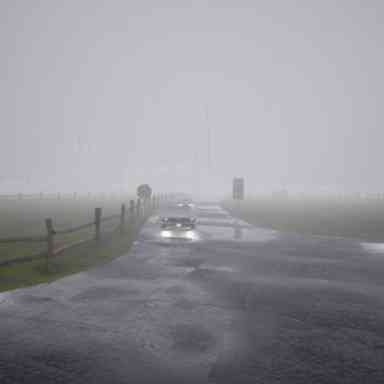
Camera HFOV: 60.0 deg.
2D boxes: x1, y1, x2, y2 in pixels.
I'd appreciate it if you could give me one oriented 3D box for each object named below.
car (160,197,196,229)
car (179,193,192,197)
[{"bbox_3d":[-0.847,1.252,19.384,2.033,1.411,5.357,1,1,-4],"label":"car"},{"bbox_3d":[-0.845,0.893,45.418,1.994,1.385,4.181,1,1,4],"label":"car"}]
